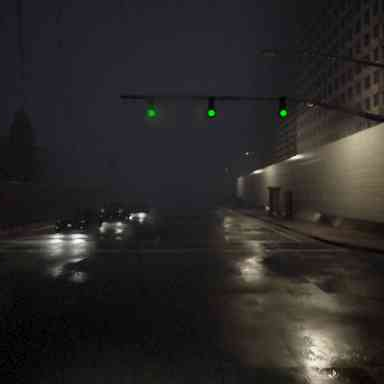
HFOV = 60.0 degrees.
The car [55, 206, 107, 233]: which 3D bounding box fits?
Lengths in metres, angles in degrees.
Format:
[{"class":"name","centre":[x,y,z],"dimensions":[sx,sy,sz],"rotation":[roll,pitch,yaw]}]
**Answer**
[{"class":"car","centre":[-7.104,1.760,21.237],"dimensions":[1.994,1.385,4.181],"rotation":[0,-1,0]}]

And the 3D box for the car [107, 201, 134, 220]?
[{"class":"car","centre":[-7.103,1.654,31.259],"dimensions":[2.097,1.767,4.553],"rotation":[0,-1,0]}]

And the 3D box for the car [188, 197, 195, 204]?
[{"class":"car","centre":[-0.019,2.275,90.130],"dimensions":[2.128,1.511,4.902],"rotation":[0,-1,0]}]

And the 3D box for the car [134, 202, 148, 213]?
[{"class":"car","centre":[-7.094,2.041,44.632],"dimensions":[1.895,1.301,4.718],"rotation":[0,-1,0]}]
